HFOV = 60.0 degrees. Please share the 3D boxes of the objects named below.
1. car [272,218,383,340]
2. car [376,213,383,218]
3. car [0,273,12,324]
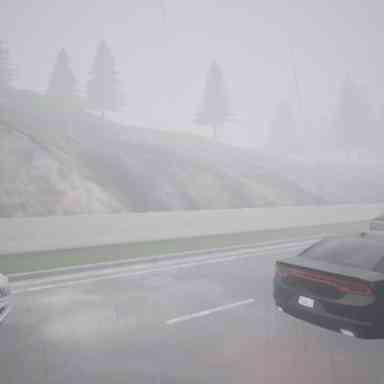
[{"bbox_3d":[3.709,1.477,6.379,5.008,1.535,1.882,0,0,-36],"label":"car"},{"bbox_3d":[10.019,1.489,15.177,4.902,1.511,2.128,0,0,-35],"label":"car"},{"bbox_3d":[-5.055,1.525,4.424,4.674,1.442,1.812,0,0,-36],"label":"car"}]
